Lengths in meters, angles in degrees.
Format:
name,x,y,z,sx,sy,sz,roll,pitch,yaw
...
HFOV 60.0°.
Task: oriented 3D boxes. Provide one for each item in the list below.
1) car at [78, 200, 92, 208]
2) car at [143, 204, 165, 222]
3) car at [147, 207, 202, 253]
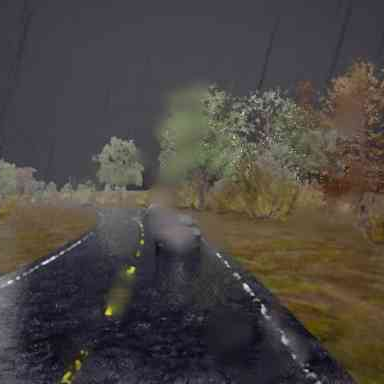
name,x,y,z,sx,sy,sz,roll,pitch,yaw
car,-21.182,2.317,65.774,2.033,1.411,5.357,0,-1,-29
car,-3.256,1.785,29.599,1.882,1.535,5.008,0,0,-13
car,-0.705,1.637,14.450,2.128,1.511,4.902,0,0,-6
